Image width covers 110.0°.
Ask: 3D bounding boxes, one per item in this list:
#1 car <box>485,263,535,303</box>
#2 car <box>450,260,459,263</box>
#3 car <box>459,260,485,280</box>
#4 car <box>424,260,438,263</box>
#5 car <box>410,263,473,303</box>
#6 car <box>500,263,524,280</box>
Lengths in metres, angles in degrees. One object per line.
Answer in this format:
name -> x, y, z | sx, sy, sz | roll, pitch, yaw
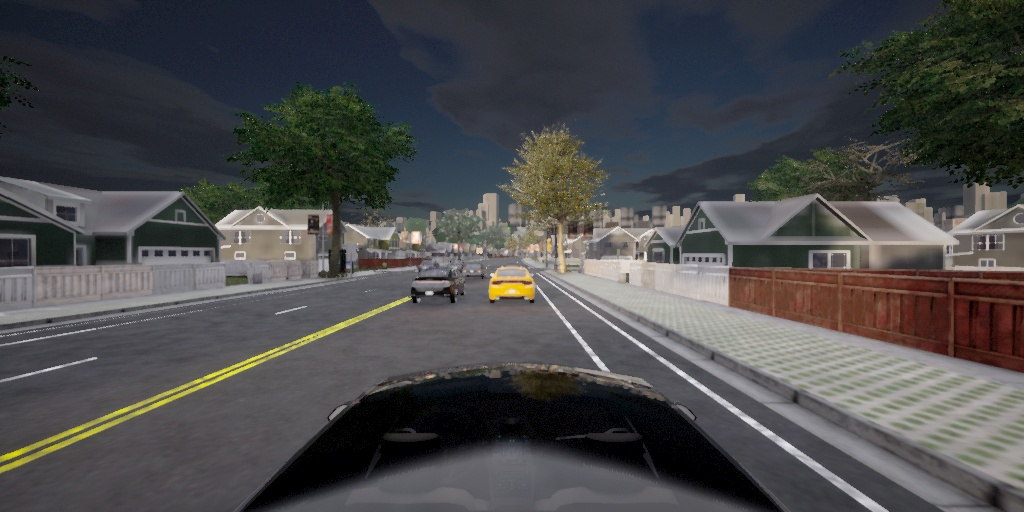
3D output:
car -> 0.000, 1.231, 16.501 | 1.882, 1.535, 5.008 | 0, 0, 0
car -> -6.499, 1.259, 42.501 | 2.128, 1.511, 4.902 | 0, 0, 0
car -> -3.249, 1.306, 31.501 | 2.033, 1.411, 5.357 | 0, 0, 0
car -> -9.749, 1.259, 42.501 | 2.128, 1.511, 4.902 | 0, 0, 0
car -> -3.249, 1.241, 16.501 | 2.128, 1.511, 4.902 | 0, 0, 0
car -> 0.001, 1.315, 31.501 | 1.994, 1.385, 4.181 | 0, 0, 0
